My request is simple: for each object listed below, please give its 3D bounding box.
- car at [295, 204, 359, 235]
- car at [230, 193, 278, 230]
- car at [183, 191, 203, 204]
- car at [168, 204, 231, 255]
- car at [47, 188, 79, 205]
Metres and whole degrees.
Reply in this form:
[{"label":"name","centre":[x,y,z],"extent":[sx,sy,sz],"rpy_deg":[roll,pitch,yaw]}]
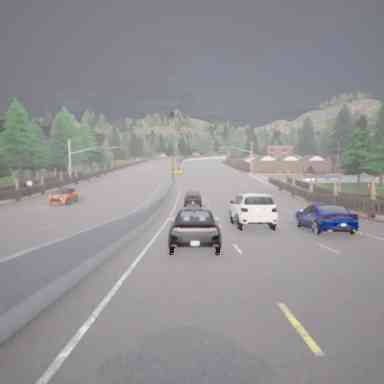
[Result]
[{"label":"car","centre":[7.099,1.372,18.052],"extent":[1.882,1.535,5.008],"rpy_deg":[0,0,0]},{"label":"car","centre":[3.598,1.091,20.205],"extent":[2.150,2.045,5.566],"rpy_deg":[0,1,0]},{"label":"car","centre":[0.089,0.636,35.394],"extent":[1.837,1.490,4.892],"rpy_deg":[0,4,0]},{"label":"car","centre":[0.099,1.417,13.005],"extent":[2.128,1.511,4.902],"rpy_deg":[0,0,0]},{"label":"car","centre":[-14.009,0.409,36.233],"extent":[2.097,1.767,4.553],"rpy_deg":[0,5,0]}]
